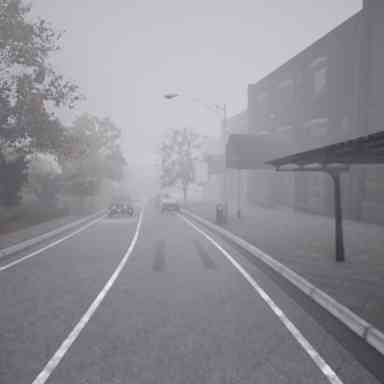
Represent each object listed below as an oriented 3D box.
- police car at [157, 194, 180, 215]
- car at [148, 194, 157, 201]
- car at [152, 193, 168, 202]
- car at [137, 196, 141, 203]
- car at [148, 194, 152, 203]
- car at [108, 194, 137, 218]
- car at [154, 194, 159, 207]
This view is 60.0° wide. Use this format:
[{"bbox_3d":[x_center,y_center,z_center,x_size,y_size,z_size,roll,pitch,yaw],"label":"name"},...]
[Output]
[{"bbox_3d":[-2.320,1.381,34.304,1.930,1.638,5.238,-1,0,-8],"label":"police car"},{"bbox_3d":[-9.974,1.328,83.931,2.097,1.767,4.553,-1,0,-7],"label":"car"},{"bbox_3d":[-4.433,1.183,50.154,2.150,2.045,5.566,-1,0,-8],"label":"car"},{"bbox_3d":[-11.891,1.538,71.733,2.033,1.411,5.357,-1,0,-8],"label":"car"},{"bbox_3d":[-7.873,1.499,68.690,1.895,1.301,4.718,-1,0,-8],"label":"car"},{"bbox_3d":[-6.653,1.249,31.630,2.150,2.045,5.566,-1,0,-8],"label":"car"},{"bbox_3d":[-3.631,1.436,44.156,1.882,1.535,5.008,-1,0,-8],"label":"car"}]
